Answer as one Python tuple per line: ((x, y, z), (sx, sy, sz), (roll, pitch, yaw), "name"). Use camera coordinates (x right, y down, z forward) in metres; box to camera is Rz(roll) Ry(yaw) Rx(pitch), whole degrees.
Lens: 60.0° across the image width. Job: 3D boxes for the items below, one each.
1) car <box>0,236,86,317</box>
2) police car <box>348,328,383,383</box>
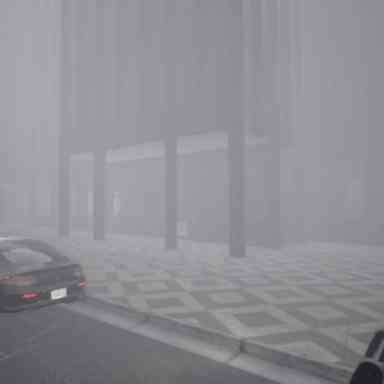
((-4.287, 1.740, 7.536), (4.674, 1.442, 1.812), (-1, -2, 37), "car")
((3.601, 1.514, 1.572), (5.238, 1.638, 1.930), (-1, -2, 37), "police car")
